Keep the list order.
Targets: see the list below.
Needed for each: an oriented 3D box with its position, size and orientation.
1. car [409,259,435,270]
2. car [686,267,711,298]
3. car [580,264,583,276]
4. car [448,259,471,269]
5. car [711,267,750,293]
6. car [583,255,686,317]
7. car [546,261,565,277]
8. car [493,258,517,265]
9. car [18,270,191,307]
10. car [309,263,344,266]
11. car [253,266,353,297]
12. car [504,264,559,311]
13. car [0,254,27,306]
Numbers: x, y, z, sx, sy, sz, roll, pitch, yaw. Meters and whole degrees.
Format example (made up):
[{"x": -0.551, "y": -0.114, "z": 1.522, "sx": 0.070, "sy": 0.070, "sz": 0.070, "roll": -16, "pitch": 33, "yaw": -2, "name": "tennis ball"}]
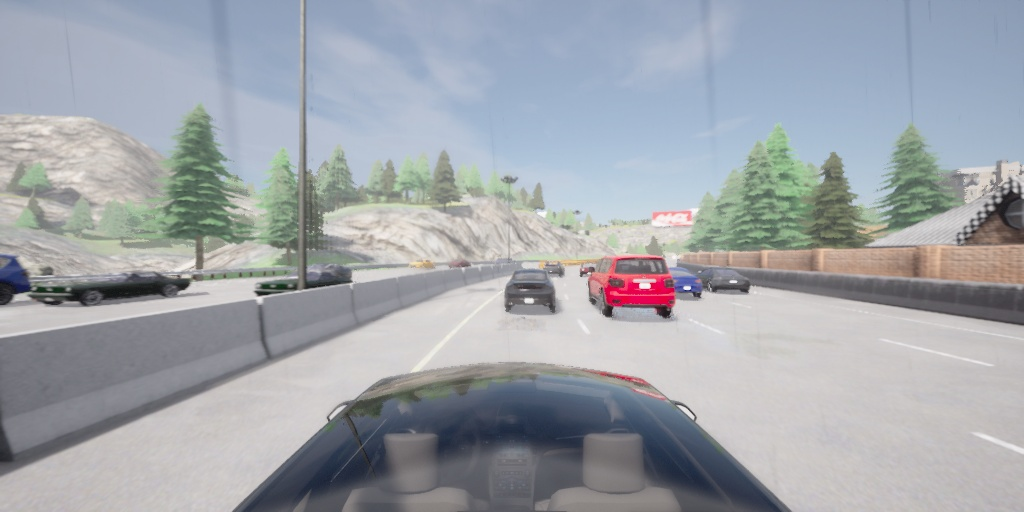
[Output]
[{"x": -13.161, "y": 1.191, "z": 52.655, "sx": 1.882, "sy": 1.535, "sz": 5.008, "roll": 0, "pitch": 0, "yaw": 17, "name": "car"}, {"x": 8.254, "y": 1.297, "z": 18.626, "sx": 1.812, "sy": 1.442, "sz": 4.674, "roll": 0, "pitch": 0, "yaw": 7, "name": "car"}, {"x": 7.908, "y": 1.371, "z": 36.366, "sx": 1.895, "sy": 1.301, "sz": 4.718, "roll": 0, "pitch": 0, "yaw": 14, "name": "car"}, {"x": -8.242, "y": 1.204, "z": 56.421, "sx": 1.882, "sy": 1.535, "sz": 5.008, "roll": 0, "pitch": 0, "yaw": 19, "name": "car"}, {"x": 12.132, "y": 1.346, "z": 21.182, "sx": 1.994, "sy": 1.385, "sz": 4.181, "roll": 0, "pitch": 0, "yaw": 8, "name": "car"}, {"x": 4.178, "y": 0.982, "z": 13.364, "sx": 2.150, "sy": 2.045, "sz": 5.566, "roll": 0, "pitch": 0, "yaw": 5, "name": "car"}, {"x": 4.225, "y": 1.252, "z": 35.908, "sx": 2.128, "sy": 1.511, "sz": 4.902, "roll": 0, "pitch": 0, "yaw": 13, "name": "car"}, {"x": -0.642, "y": 1.238, "z": 56.979, "sx": 2.128, "sy": 1.511, "sz": 4.902, "roll": 0, "pitch": 0, "yaw": 20, "name": "car"}, {"x": -16.900, "y": 1.305, "z": 15.432, "sx": 1.895, "sy": 1.301, "sz": 4.718, "roll": 0, "pitch": 0, "yaw": 5, "name": "car"}, {"x": -12.449, "y": 1.208, "z": 23.523, "sx": 2.128, "sy": 1.511, "sz": 4.902, "roll": 0, "pitch": 0, "yaw": 8, "name": "car"}, {"x": -9.723, "y": 1.324, "z": 17.101, "sx": 1.895, "sy": 1.301, "sz": 4.718, "roll": 0, "pitch": 0, "yaw": 6, "name": "car"}, {"x": 0.782, "y": 1.257, "z": 14.421, "sx": 1.837, "sy": 1.490, "sz": 4.892, "roll": 0, "pitch": 0, "yaw": 5, "name": "car"}, {"x": -20.656, "y": 0.915, "z": 12.137, "sx": 2.150, "sy": 2.045, "sz": 5.566, "roll": 0, "pitch": 0, "yaw": 4, "name": "car"}]
